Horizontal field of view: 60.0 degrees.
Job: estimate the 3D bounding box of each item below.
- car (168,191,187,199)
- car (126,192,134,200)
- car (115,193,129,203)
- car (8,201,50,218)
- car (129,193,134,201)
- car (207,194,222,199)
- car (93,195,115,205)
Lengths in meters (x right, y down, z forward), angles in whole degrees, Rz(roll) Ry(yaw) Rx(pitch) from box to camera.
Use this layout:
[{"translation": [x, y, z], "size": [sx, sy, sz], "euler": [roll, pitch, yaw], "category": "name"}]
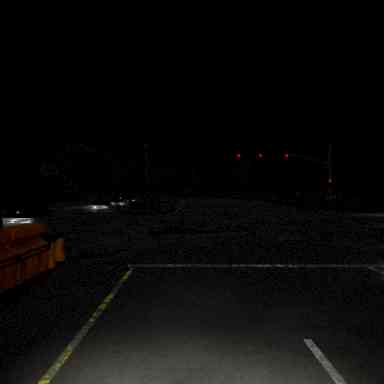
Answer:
[{"translation": [-4.255, 0.822, 95.251], "size": [2.150, 2.045, 5.566], "euler": [0, 0, -22], "category": "car"}, {"translation": [-15.725, 1.006, 84.545], "size": [2.097, 1.767, 4.553], "euler": [0, 0, -10], "category": "car"}, {"translation": [-14.027, 1.094, 63.758], "size": [2.097, 1.767, 4.553], "euler": [0, 0, 1], "category": "car"}, {"translation": [-14.092, 1.462, 28.902], "size": [1.994, 1.385, 4.181], "euler": [0, 0, 0], "category": "car"}, {"translation": [-14.198, 1.195, 74.401], "size": [1.837, 1.490, 4.892], "euler": [0, 0, -3], "category": "car"}, {"translation": [6.915, 1.145, 94.695], "size": [2.033, 1.411, 5.357], "euler": [0, 0, -18], "category": "car"}, {"translation": [-14.078, 1.393, 52.489], "size": [1.895, 1.301, 4.718], "euler": [0, 0, 0], "category": "car"}]
